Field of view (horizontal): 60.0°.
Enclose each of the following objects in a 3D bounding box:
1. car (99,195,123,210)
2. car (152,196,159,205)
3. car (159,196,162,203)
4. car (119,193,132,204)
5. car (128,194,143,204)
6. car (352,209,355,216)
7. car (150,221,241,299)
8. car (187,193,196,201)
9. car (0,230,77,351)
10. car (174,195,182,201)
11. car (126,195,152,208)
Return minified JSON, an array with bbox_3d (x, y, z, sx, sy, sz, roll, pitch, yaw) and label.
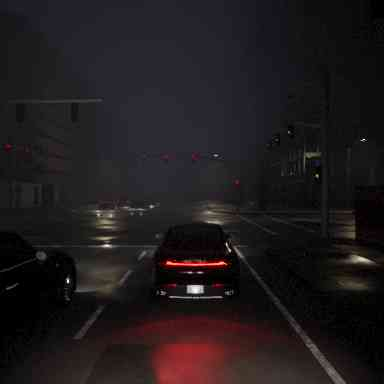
[{"bbox_3d":[-10.977,1.478,44.288,1.882,1.535,5.008,0,0,0],"label":"car"},{"bbox_3d":[-7.406,1.478,57.450,1.882,1.535,5.008,0,0,1],"label":"car"},{"bbox_3d":[-7.220,1.547,67.893,2.033,1.411,5.357,0,0,1],"label":"car"},{"bbox_3d":[-10.949,1.221,54.108,2.150,2.045,5.566,0,0,1],"label":"car"},{"bbox_3d":[-10.803,1.352,63.857,2.097,1.767,4.553,0,0,1],"label":"car"},{"bbox_3d":[15.966,1.656,27.649,4.718,1.301,1.895,0,0,0],"label":"car"},{"bbox_3d":[0.079,1.505,8.419,1.837,1.490,4.892,0,0,0],"label":"car"},{"bbox_3d":[-0.034,1.225,84.437,2.150,2.045,5.566,0,0,1],"label":"car"},{"bbox_3d":[-3.447,1.352,5.095,2.097,1.767,4.553,0,0,0],"label":"car"},{"bbox_3d":[-3.536,1.553,84.211,1.994,1.385,4.181,0,0,1],"label":"car"},{"bbox_3d":[-7.491,1.547,47.471,2.033,1.411,5.357,0,0,0],"label":"car"}]
